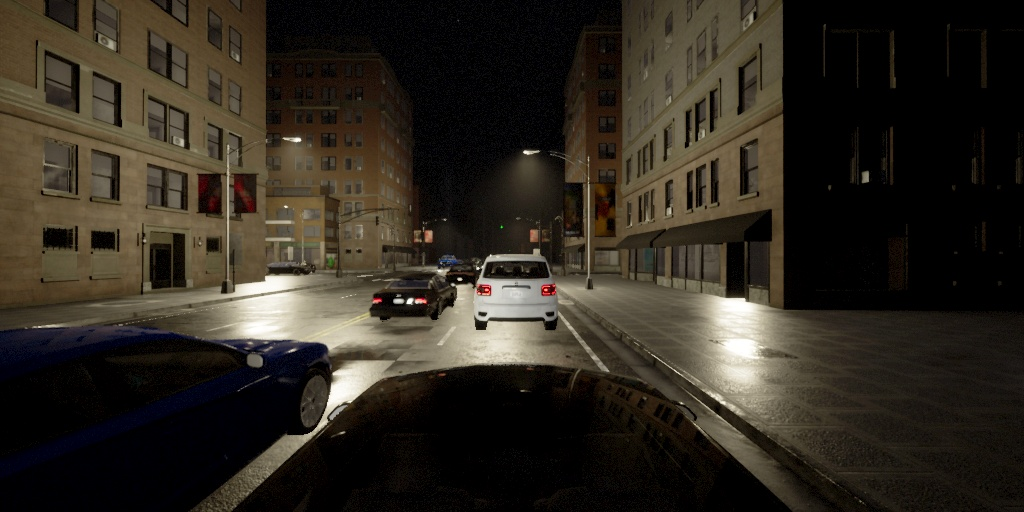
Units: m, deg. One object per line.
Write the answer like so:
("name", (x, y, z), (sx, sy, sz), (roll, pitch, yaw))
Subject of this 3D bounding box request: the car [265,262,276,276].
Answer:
("car", (-25.412, 1.169, 34.071), (4.097, 1.591, 1.967), (0, 0, 0))

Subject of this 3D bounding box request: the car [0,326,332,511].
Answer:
("car", (-3.153, 1.228, 2.445), (1.882, 1.535, 5.008), (0, 0, 0))

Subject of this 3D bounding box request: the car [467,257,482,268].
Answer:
("car", (-6.560, 1.092, 63.069), (2.097, 1.767, 4.553), (0, 0, 0))

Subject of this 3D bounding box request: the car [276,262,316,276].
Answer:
("car", (-23.137, 1.287, 36.600), (5.357, 1.411, 2.033), (0, 0, 0))

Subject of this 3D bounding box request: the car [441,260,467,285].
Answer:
("car", (-3.189, 1.226, 23.994), (1.882, 1.535, 5.008), (0, 0, -1))

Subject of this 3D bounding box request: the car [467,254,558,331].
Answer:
("car", (0.101, 0.972, 11.074), (2.150, 2.045, 5.566), (0, 0, 0))

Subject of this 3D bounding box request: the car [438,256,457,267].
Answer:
("car", (-9.831, 0.964, 54.850), (2.150, 2.045, 5.566), (0, 0, 0))

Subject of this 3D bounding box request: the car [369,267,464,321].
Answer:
("car", (-3.153, 1.297, 12.457), (2.033, 1.411, 5.357), (0, 0, 0))
